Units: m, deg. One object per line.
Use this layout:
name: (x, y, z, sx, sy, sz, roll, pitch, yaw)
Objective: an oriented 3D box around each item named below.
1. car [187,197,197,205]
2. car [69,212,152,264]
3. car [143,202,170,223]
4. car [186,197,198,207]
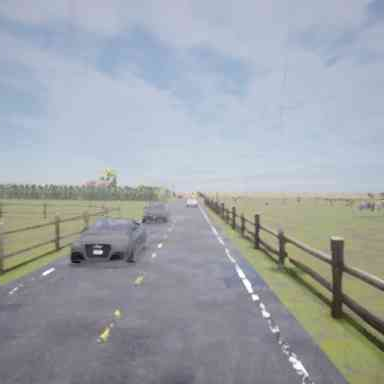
car: (-0.009, 1.800, 65.922, 1.882, 1.535, 5.008, 0, 0, 0)
car: (-2.821, 1.622, 11.998, 1.994, 1.385, 4.181, 0, 0, 0)
car: (-2.802, 1.631, 26.970, 1.837, 1.490, 4.892, 0, 0, 0)
car: (-0.005, 1.794, 55.666, 1.812, 1.442, 4.674, 0, 0, 0)
